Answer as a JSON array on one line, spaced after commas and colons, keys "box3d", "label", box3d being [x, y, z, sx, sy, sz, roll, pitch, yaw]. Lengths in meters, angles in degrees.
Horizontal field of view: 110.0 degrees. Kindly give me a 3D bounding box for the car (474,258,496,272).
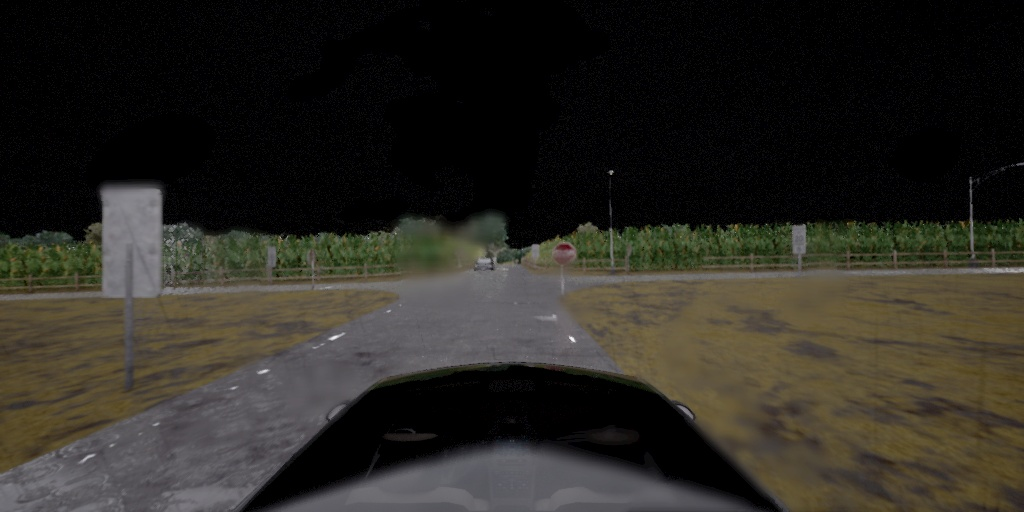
[{"box3d": [-2.820, 0.931, 37.880, 1.812, 1.442, 4.674, 0, 1, 0], "label": "car"}]
